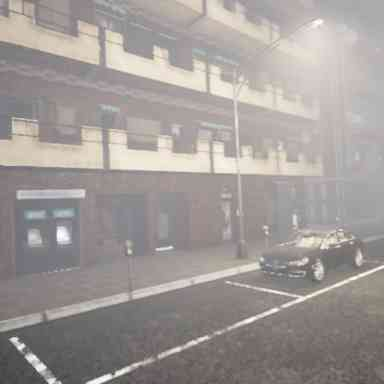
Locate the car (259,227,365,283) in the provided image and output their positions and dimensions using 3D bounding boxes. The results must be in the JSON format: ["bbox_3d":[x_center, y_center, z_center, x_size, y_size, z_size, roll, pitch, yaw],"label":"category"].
[{"bbox_3d":[3.895,1.836,10.494,4.403,1.369,2.008,0,-4,-41],"label":"car"}]
